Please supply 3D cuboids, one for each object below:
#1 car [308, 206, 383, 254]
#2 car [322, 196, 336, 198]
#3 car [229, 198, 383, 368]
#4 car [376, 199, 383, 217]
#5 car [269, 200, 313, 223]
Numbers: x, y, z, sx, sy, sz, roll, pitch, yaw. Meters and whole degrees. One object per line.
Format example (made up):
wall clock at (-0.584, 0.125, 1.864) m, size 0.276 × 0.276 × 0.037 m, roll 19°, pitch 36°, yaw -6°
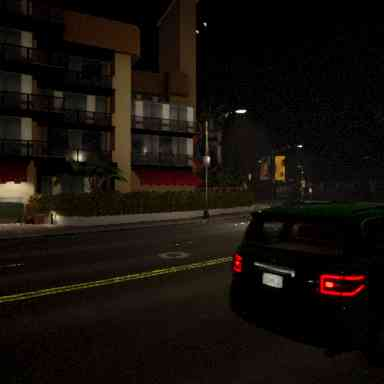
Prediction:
car at (7.064, 1.471, 14.546) m, size 1.882 × 1.535 × 5.008 m, roll 0°, pitch 0°, yaw 43°
car at (11.264, 1.341, 25.163) m, size 2.097 × 1.767 × 4.553 m, roll 0°, pitch 0°, yaw 34°
car at (3.103, 1.221, 5.992) m, size 5.566 × 2.045 × 2.150 m, roll 0°, pitch 0°, yaw -40°
car at (18.546, 1.480, 31.102) m, size 2.128 × 1.511 × 4.902 m, roll 0°, pitch 0°, yaw 26°
car at (8.069, 1.465, 26.735) m, size 1.882 × 1.535 × 5.008 m, roll 0°, pitch 0°, yaw 35°
